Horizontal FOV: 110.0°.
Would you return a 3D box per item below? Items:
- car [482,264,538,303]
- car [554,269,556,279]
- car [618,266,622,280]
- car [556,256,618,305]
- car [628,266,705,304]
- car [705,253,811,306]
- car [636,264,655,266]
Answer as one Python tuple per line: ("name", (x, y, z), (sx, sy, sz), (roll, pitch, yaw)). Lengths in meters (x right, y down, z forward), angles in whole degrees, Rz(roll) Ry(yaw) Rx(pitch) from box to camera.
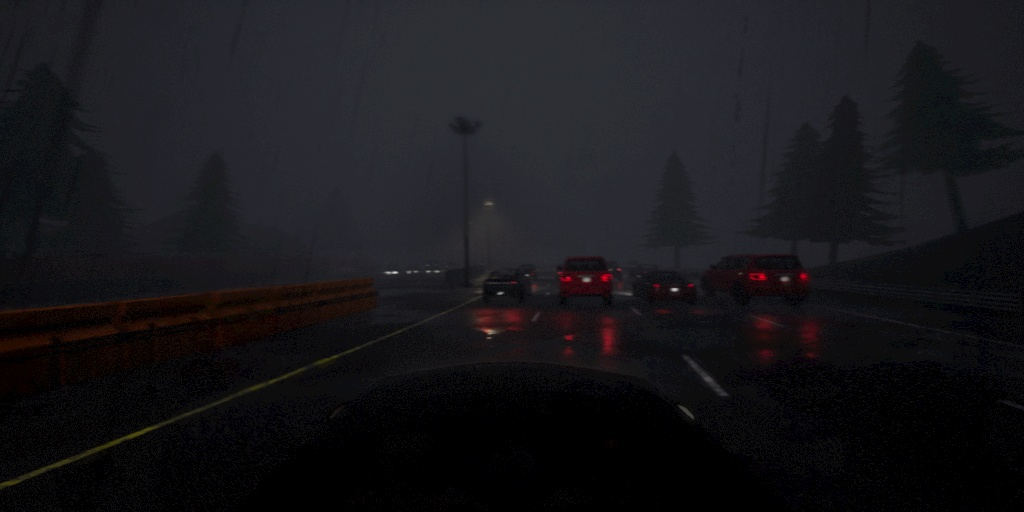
("car", (-0.139, 1.355, 17.351), (2.128, 1.511, 4.902), (-1, 0, 8))
("car", (4.826, 1.448, 32.278), (2.033, 1.411, 5.357), (-1, 0, 3))
("car", (8.322, 1.202, 32.189), (2.097, 1.767, 4.553), (-1, -1, 3))
("car", (3.283, 1.027, 16.572), (2.150, 2.045, 5.566), (-1, 0, 8))
("car", (6.786, 1.325, 16.329), (1.994, 1.385, 4.181), (-1, 0, 8))
("car", (10.208, 0.925, 15.557), (2.150, 2.045, 5.566), (-1, 0, 8))
("car", (11.823, 1.404, 32.035), (1.895, 1.301, 4.718), (-1, 0, 3))
